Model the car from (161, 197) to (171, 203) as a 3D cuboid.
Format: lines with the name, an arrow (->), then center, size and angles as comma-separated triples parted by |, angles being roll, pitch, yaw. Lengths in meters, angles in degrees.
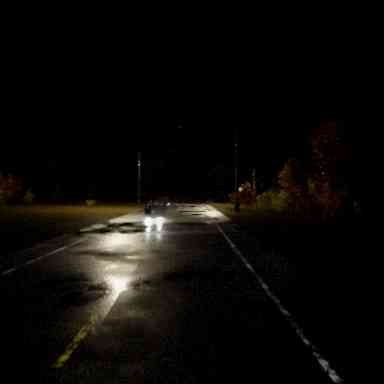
car -> -5.724, 1.749, 73.798 | 1.994, 1.385, 4.181 | 0, 0, -8

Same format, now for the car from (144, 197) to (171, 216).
car -> -3.601, 1.598, 33.486 | 2.128, 1.511, 4.902 | 0, 0, 0
